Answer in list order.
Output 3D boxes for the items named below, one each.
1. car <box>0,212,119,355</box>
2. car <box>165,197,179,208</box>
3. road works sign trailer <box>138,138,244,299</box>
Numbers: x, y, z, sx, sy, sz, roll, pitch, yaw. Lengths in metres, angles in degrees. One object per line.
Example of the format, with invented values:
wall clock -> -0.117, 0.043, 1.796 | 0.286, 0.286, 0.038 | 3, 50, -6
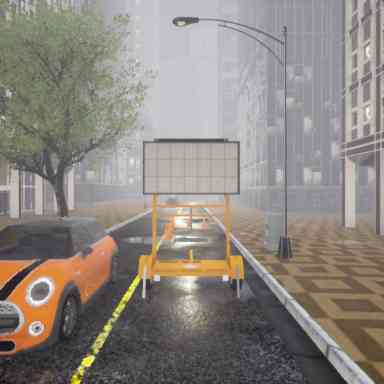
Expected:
car -> -2.865, 1.351, 6.420 | 2.097, 1.767, 4.553 | 0, 0, 0
car -> -2.961, 1.522, 49.659 | 1.882, 1.535, 5.008 | 0, 0, 0
road works sign trailer -> -0.019, 0.464, 8.414 | 2.380, 3.560, 2.880 | 0, 0, 0
